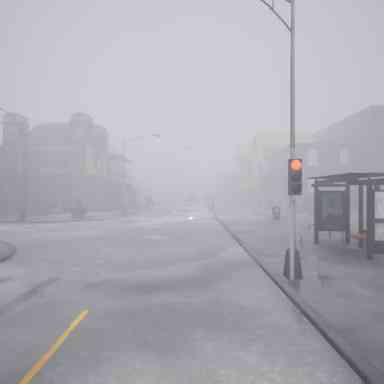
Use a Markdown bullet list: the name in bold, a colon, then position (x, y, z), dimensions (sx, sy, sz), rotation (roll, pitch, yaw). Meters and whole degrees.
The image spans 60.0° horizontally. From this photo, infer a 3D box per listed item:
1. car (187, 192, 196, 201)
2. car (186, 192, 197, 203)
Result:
- **car**: position (-0.076, 1.057, 77.277), dimensions (2.150, 2.045, 5.566), rotation (0, 0, 0)
- **car**: position (-0.066, 1.352, 67.214), dimensions (2.097, 1.767, 4.553), rotation (0, 0, 0)
